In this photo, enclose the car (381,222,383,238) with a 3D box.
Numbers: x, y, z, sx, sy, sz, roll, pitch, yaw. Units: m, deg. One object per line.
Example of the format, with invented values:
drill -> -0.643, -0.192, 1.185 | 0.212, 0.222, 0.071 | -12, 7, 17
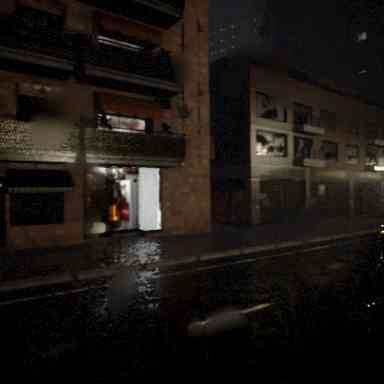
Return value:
car -> 10.780, 1.472, 15.780 | 4.892, 1.490, 1.837 | 0, 0, -38
